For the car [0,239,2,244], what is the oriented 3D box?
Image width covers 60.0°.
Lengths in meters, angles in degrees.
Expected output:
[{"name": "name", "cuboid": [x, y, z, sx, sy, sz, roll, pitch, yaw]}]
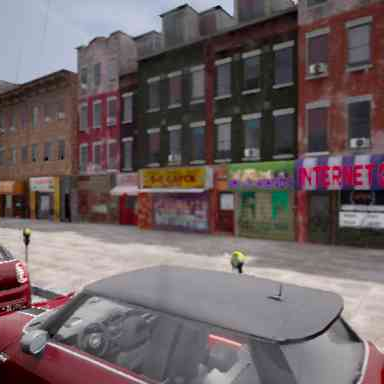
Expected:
[{"name": "car", "cuboid": [-4.893, 1.474, 6.288, 4.097, 1.590, 1.967, 0, 0, 35]}]

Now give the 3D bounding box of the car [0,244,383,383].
[{"name": "car", "cuboid": [-0.433, 1.449, 3.113, 4.097, 1.590, 1.967, 0, 0, 35]}]
